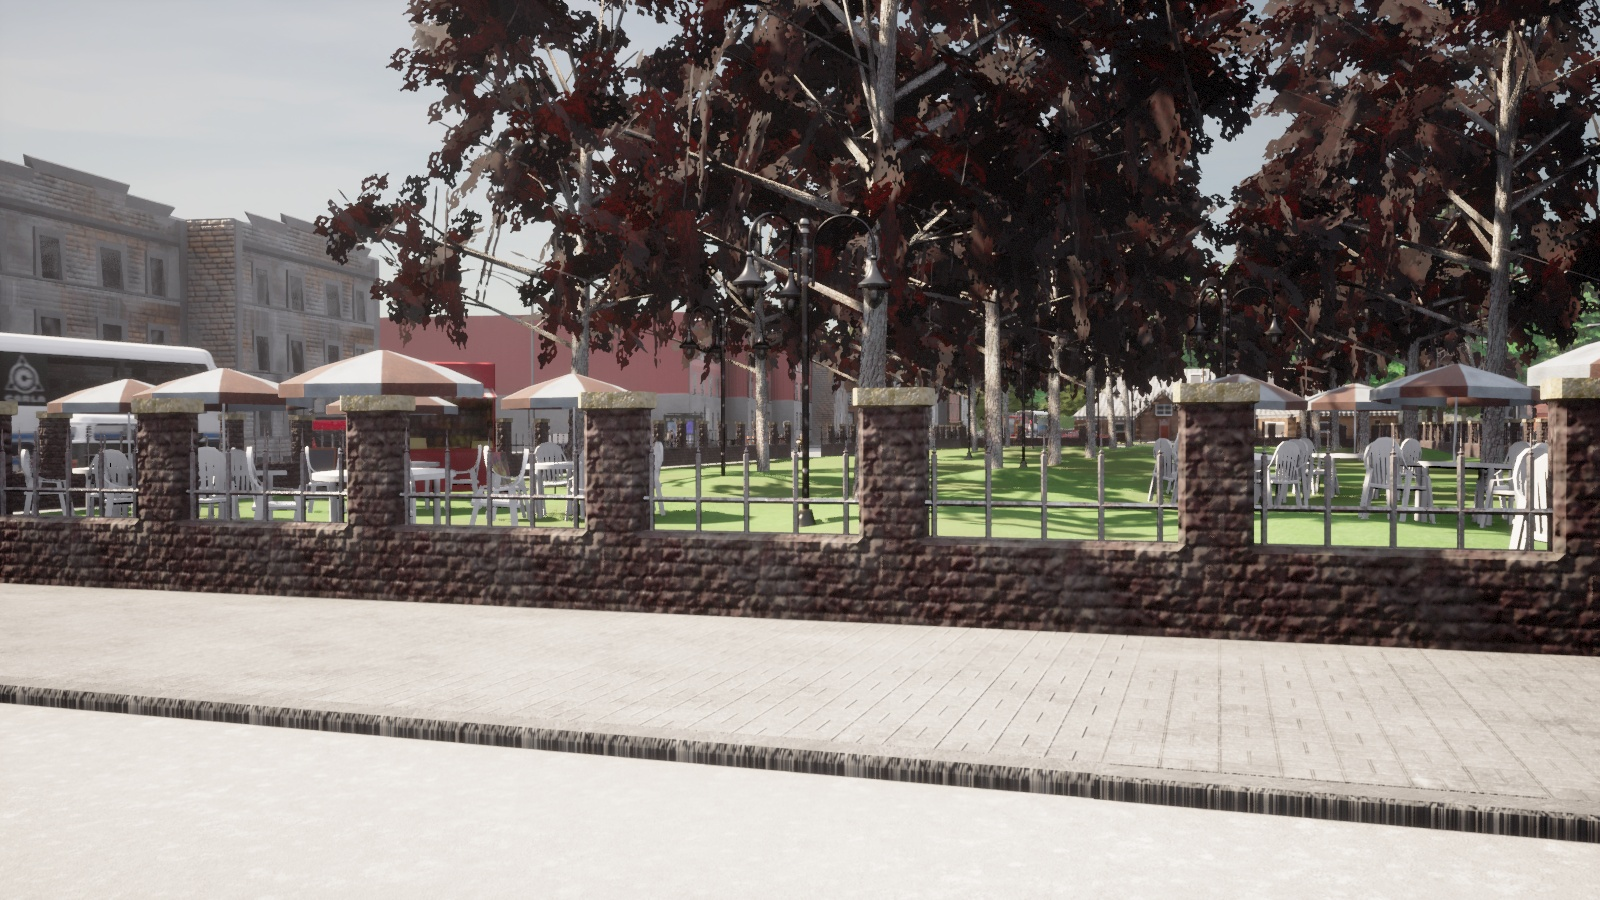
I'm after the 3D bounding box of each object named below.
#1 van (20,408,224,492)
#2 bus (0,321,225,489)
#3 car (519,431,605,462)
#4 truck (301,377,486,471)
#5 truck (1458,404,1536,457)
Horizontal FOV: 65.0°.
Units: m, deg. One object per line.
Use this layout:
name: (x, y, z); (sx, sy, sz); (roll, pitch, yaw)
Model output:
van: (-17.624, -0.043, 32.913); (2.069, 2.038, 4.480); (1, 1, 18)
bus: (-21.282, -1.183, 34.559); (3.944, 4.253, 10.273); (1, 1, 18)
car: (-11.858, -0.226, 62.956); (2.163, 1.488, 4.792); (1, 1, 18)
truck: (-16.051, -1.021, 50.316); (2.891, 3.462, 7.936); (1, 1, 18)
truck: (47.844, -1.360, 86.422); (2.891, 3.462, 7.936); (0, 1, 15)
